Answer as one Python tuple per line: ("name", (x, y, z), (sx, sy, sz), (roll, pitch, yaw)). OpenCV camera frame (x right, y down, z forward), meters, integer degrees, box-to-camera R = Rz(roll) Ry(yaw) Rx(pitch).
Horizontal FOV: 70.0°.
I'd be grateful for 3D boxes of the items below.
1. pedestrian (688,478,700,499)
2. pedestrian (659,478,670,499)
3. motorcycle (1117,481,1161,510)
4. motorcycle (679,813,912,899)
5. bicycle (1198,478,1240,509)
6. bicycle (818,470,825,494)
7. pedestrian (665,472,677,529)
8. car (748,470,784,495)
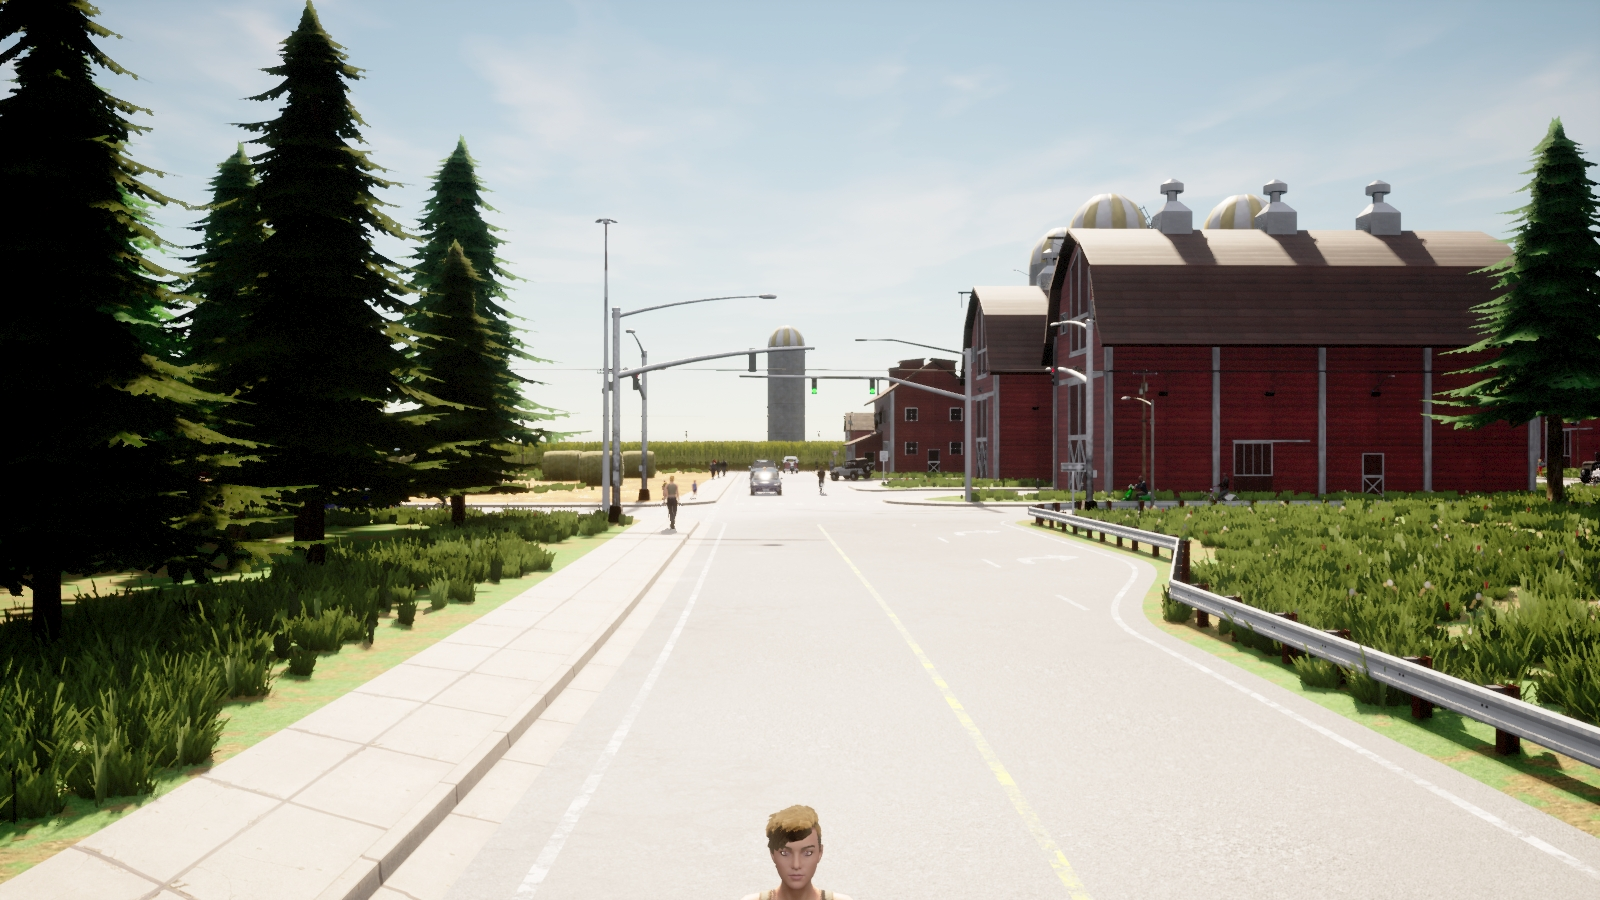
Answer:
("pedestrian", (-5.690, 2.053, 61.389), (0.500, 1.100, 0.500), (0, 0, -30))
("pedestrian", (-7.184, 2.056, 60.529), (0.500, 1.100, 0.500), (0, 0, 1))
("motorcycle", (15.989, 2.145, 53.899), (1.805, 1.316, 0.856), (0, 0, -1))
("motorcycle", (-0.013, 2.128, 3.457), (0.764, 1.307, 2.356), (0, 0, 0))
("bicycle", (19.800, 2.064, 53.998), (1.835, 1.471, 0.329), (0, 0, -1))
("bicycle", (1.337, 2.012, 72.249), (0.329, 1.471, 1.835), (0, 0, -2))
("pedestrian", (-4.245, 1.672, 37.612), (0.375, 1.860, 0.375), (0, 0, 1))
("car", (-2.153, 2.036, 72.119), (2.163, 1.488, 4.792), (0, 0, -2))
